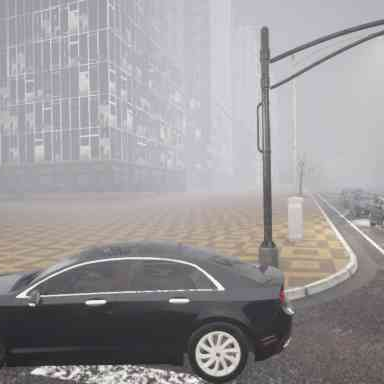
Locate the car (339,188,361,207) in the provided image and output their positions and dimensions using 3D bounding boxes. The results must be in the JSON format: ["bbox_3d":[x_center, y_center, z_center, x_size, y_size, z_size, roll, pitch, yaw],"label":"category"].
[{"bbox_3d":[13.025,0.454,26.784,2.128,1.511,4.902,-1,2,18],"label":"car"}]

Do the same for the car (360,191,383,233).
[{"bbox_3d":[8.995,0.928,14.422,2.128,1.511,4.902,-1,2,18],"label":"car"}]

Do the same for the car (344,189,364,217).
[{"bbox_3d":[11.037,0.759,20.718,1.994,1.385,4.181,-1,2,17],"label":"car"}]

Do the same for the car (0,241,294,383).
[{"bbox_3d":[-1.085,1.505,4.775,4.892,1.490,1.837,0,0,0],"label":"car"}]
